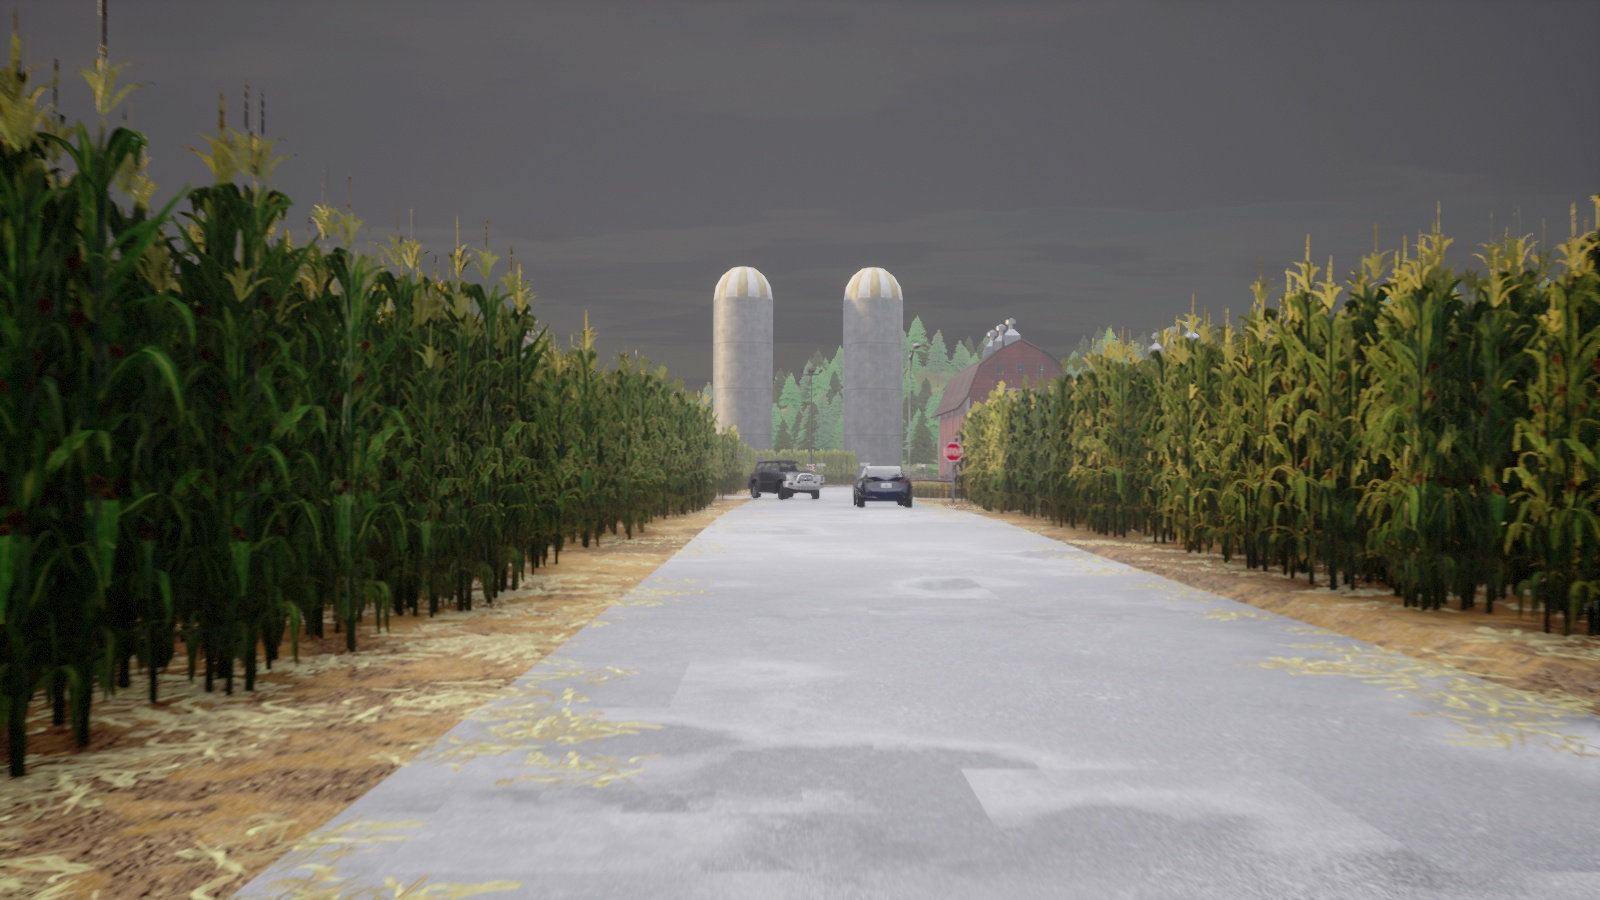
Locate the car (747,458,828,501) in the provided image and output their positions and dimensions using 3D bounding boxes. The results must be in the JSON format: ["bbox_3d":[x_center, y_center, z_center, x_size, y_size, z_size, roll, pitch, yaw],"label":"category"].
[{"bbox_3d":[-0.629,1.310,56.742,1.932,1.855,4.605,1,-1,-25],"label":"car"}]

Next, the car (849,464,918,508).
[{"bbox_3d":[2.987,1.300,45.839,2.163,1.488,4.792,0,-1,0],"label":"car"}]
